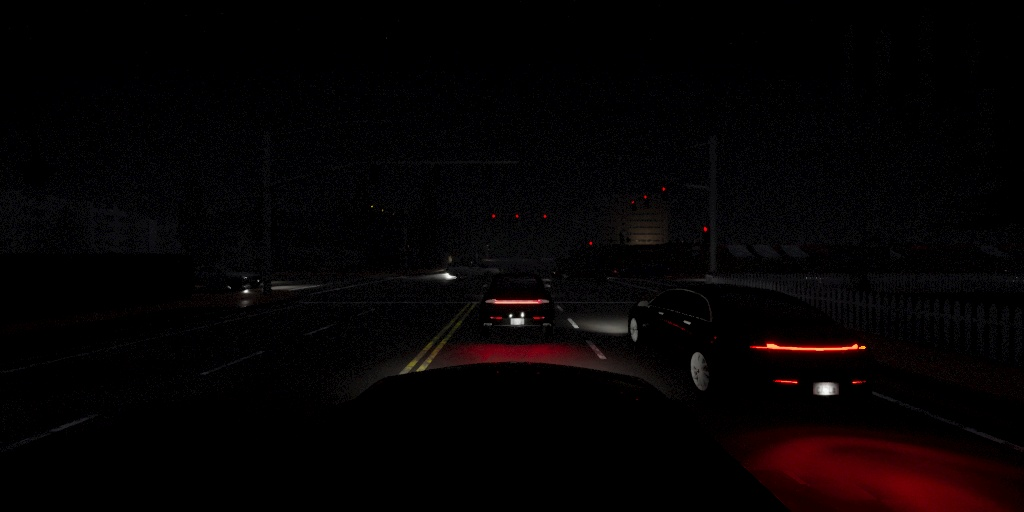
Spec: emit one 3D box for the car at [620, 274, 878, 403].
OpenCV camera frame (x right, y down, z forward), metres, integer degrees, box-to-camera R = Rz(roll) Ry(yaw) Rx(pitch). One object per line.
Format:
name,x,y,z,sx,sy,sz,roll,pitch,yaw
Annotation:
car,3.591,1.255,6.484,1.837,1.490,4.892,0,0,1

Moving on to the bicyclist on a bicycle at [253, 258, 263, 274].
bicyclist on a bicycle,-26.143,1.051,36.925,0.582,1.620,1.656,0,0,-3

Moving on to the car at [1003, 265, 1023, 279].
car,44.973,1.275,30.495,4.674,1.442,1.812,0,0,-1

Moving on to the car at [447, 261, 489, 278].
car,-3.541,1.351,33.411,4.718,1.301,1.895,0,0,0

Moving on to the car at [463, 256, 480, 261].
car,-6.724,0.972,55.130,2.150,2.045,5.566,0,0,1

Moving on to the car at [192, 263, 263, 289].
car,-18.143,1.276,22.329,4.674,1.442,1.812,0,0,0

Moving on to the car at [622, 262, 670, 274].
car,12.386,1.276,33.694,4.674,1.442,1.812,0,0,4

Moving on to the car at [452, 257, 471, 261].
car,-6.802,1.241,44.462,2.128,1.511,4.902,0,0,1

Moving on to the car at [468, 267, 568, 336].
car,0.138,1.242,10.391,2.128,1.511,4.902,0,0,0

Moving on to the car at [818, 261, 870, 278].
car,30.736,1.254,33.776,4.892,1.490,1.837,0,0,-1

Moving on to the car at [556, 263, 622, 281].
car,5.968,1.298,29.887,5.357,1.411,2.033,0,0,0

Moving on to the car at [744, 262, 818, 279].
car,22.202,1.241,30.122,4.902,1.511,2.128,0,0,-1
